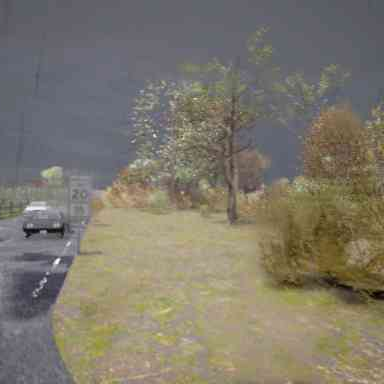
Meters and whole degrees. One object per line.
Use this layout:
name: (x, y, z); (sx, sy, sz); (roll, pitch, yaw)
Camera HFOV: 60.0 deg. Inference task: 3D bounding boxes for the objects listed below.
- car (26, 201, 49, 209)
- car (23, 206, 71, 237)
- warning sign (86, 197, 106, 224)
car: (-14.245, 1.615, 30.901); (1.812, 1.442, 4.674); (1, -1, -15)
car: (-7.799, 1.674, 18.336); (1.895, 1.301, 4.718); (1, -1, -15)
warning sign: (-6.760, 1.269, 23.555); (1.300, 1.860, 1.060); (1, -1, -15)
